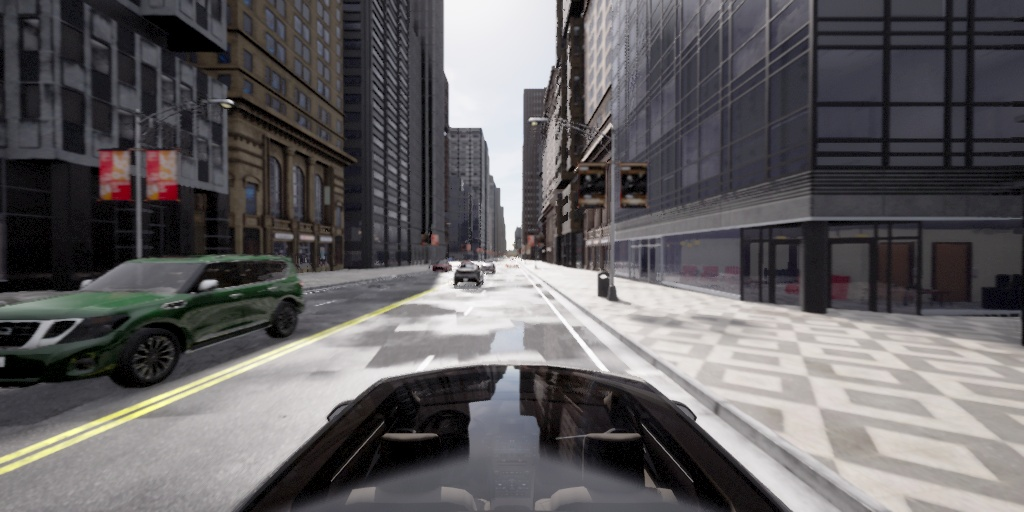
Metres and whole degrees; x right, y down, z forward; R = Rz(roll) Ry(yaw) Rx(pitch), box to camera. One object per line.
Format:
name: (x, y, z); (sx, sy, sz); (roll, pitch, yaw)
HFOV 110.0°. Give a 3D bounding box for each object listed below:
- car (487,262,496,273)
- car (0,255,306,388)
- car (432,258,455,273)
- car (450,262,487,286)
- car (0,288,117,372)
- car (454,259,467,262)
car: (-3.140, 1.570, 47.931); (2.033, 1.411, 5.357); (0, 0, 0)
car: (-6.599, 0.992, 7.323); (2.150, 2.045, 5.566); (0, 0, 0)
car: (-9.800, 1.390, 50.343); (2.097, 1.767, 4.553); (0, 0, 0)
car: (-3.144, 1.381, 26.734); (1.837, 1.490, 4.892); (0, 0, 0)
car: (-9.849, 1.368, 5.724); (1.895, 1.301, 4.718); (0, 0, 0)
car: (-6.549, 1.519, 50.837); (1.882, 1.535, 5.008); (0, -1, 0)
